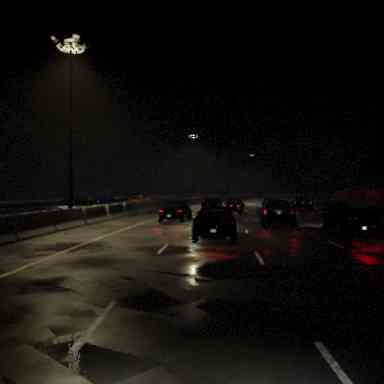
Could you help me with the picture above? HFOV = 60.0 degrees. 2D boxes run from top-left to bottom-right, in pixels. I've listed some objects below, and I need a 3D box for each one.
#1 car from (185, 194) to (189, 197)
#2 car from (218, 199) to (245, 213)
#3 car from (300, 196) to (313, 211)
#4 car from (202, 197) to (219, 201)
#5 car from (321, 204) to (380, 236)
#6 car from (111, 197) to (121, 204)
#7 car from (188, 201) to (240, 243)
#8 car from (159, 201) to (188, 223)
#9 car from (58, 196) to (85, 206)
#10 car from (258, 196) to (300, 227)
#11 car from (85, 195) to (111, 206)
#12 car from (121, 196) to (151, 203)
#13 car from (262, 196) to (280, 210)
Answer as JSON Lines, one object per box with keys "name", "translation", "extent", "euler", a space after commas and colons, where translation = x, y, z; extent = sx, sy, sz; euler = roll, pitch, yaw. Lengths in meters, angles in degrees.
{"name": "car", "translation": [-1.314, 0.831, 86.144], "extent": [1.994, 1.385, 4.181], "euler": [0, 0, 29]}
{"name": "car", "translation": [4.435, 1.394, 34.643], "extent": [2.033, 1.411, 5.357], "euler": [0, 0, 14]}
{"name": "car", "translation": [12.748, 1.192, 38.472], "extent": [2.097, 1.767, 4.553], "euler": [0, 0, 16]}
{"name": "car", "translation": [2.527, 1.293, 40.936], "extent": [1.882, 1.535, 5.008], "euler": [0, 0, 16]}
{"name": "car", "translation": [8.464, 1.433, 18.129], "extent": [1.837, 1.490, 4.892], "euler": [0, 0, 7]}
{"name": "car", "translation": [-9.696, 1.323, 49.520], "extent": [1.994, 1.385, 4.181], "euler": [0, 0, 18]}
{"name": "car", "translation": [1.142, 1.406, 15.898], "extent": [1.882, 1.535, 5.008], "euler": [0, 0, 6]}
{"name": "car", "translation": [-1.176, 1.411, 24.498], "extent": [1.812, 1.442, 4.674], "euler": [0, 0, 9]}
{"name": "car", "translation": [-17.249, 1.298, 48.947], "extent": [2.033, 1.411, 5.357], "euler": [0, 0, 17]}
{"name": "car", "translation": [5.519, 1.258, 21.975], "extent": [2.097, 1.767, 4.553], "euler": [0, 0, 9]}
{"name": "car", "translation": [-13.340, 1.230, 49.636], "extent": [1.882, 1.535, 5.008], "euler": [0, 0, 17]}
{"name": "car", "translation": [-7.326, 1.258, 45.382], "extent": [1.882, 1.535, 5.008], "euler": [0, 0, 17]}
{"name": "car", "translation": [9.687, 1.304, 40.549], "extent": [1.882, 1.535, 5.008], "euler": [0, 0, 16]}
